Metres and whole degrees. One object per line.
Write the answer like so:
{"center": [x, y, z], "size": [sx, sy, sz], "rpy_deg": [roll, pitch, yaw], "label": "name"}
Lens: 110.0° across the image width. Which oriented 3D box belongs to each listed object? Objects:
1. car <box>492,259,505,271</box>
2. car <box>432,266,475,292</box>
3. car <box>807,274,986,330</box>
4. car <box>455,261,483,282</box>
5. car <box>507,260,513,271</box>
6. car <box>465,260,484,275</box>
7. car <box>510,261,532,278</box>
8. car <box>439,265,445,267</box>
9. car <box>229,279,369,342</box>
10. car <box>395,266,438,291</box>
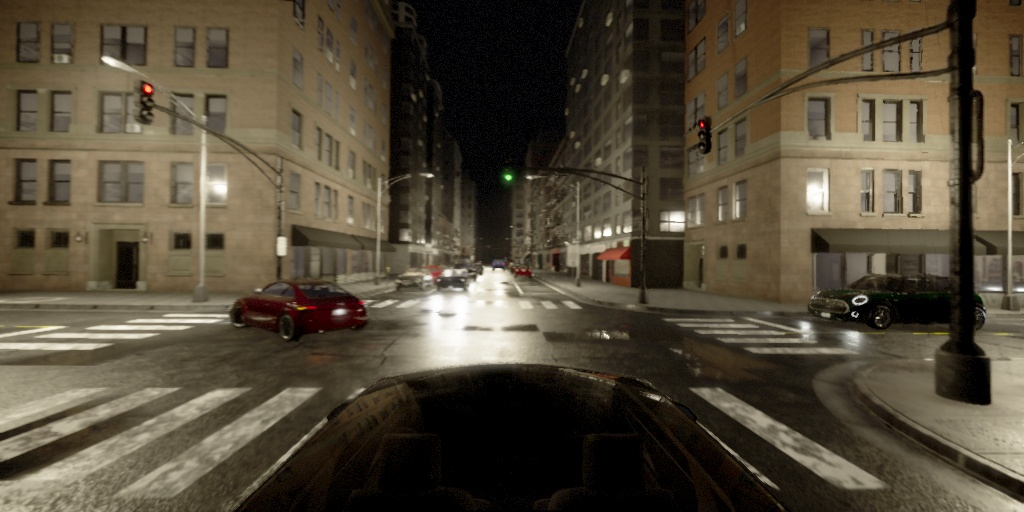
{"center": [-2.363, 1.596, 63.881], "size": [2.150, 2.045, 5.566], "rpy_deg": [1, -1, -2], "label": "car"}
{"center": [-3.718, 1.543, 23.513], "size": [1.895, 1.301, 4.718], "rpy_deg": [1, -1, -2], "label": "car"}
{"center": [12.734, 1.420, 12.092], "size": [4.553, 1.767, 2.097], "rpy_deg": [1, -1, -2], "label": "car"}
{"center": [-4.063, 1.530, 33.076], "size": [2.128, 1.511, 4.902], "rpy_deg": [1, -1, -2], "label": "car"}
{"center": [0.751, 1.715, 50.804], "size": [1.967, 1.591, 4.097], "rpy_deg": [0, 0, -2], "label": "car"}
{"center": [-4.406, 1.632, 43.221], "size": [2.128, 1.511, 4.902], "rpy_deg": [1, -1, -2], "label": "car"}
{"center": [1.156, 1.607, 39.903], "size": [1.967, 1.591, 4.097], "rpy_deg": [0, 0, -2], "label": "car"}
{"center": [-6.459, 1.512, 28.713], "size": [1.888, 1.381, 4.507], "rpy_deg": [0, 0, -2], "label": "car"}
{"center": [-5.848, 1.321, 9.833], "size": [4.181, 1.385, 1.994], "rpy_deg": [0, -1, 34], "label": "car"}
{"center": [-6.256, 1.462, 23.263], "size": [2.007, 1.370, 4.403], "rpy_deg": [0, 0, -2], "label": "car"}
